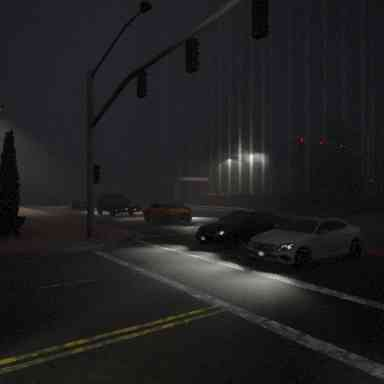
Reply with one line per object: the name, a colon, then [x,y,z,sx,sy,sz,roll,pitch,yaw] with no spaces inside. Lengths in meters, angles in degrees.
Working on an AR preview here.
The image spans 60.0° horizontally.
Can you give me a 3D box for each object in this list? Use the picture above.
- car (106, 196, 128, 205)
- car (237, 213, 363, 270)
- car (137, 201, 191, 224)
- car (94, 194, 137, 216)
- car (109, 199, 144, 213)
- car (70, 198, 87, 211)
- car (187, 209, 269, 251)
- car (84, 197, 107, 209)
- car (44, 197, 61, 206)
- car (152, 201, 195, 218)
car: [-13.319,1.477,58.985,1.882,1.535,5.008,0,0,-36]
car: [3.920,1.526,11.110,4.674,1.442,1.812,0,0,-36]
car: [-1.942,1.478,25.116,1.882,1.535,5.008,0,0,-36]
car: [-7.687,1.221,33.019,2.150,2.045,5.566,0,0,-36]
car: [-7.822,1.548,39.162,2.033,1.411,5.357,0,0,-36]
car: [-13.648,1.491,41.243,2.128,1.511,4.902,0,0,-36]
car: [2.323,1.526,14.272,4.674,1.442,1.812,0,0,-36]
car: [-13.832,1.526,47.470,1.812,1.442,4.674,0,0,-36]
car: [-22.618,1.508,53.736,1.837,1.490,4.892,0,0,-36]
car: [-1.771,1.564,30.829,1.994,1.385,4.181,0,0,-36]
